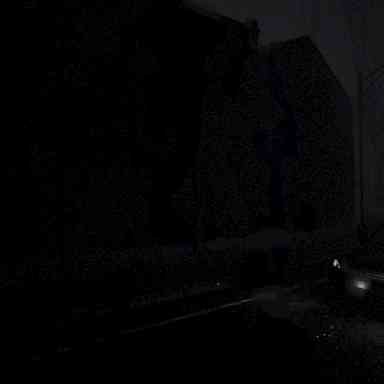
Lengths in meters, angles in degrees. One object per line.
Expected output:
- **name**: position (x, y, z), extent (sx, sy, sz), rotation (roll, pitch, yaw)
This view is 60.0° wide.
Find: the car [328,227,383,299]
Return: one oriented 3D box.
- **car**: position (5.116, 1.501, 7.733), extent (4.674, 1.442, 1.812), rotation (0, 0, -36)
